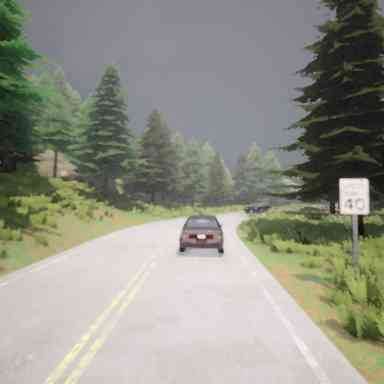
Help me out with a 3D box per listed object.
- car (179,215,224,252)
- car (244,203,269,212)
[{"bbox_3d":[0.460,1.726,14.819,2.033,1.411,5.357,1,-1,3],"label":"car"},{"bbox_3d":[8.189,1.975,40.737,1.895,1.301,4.718,-3,-2,34],"label":"car"}]
